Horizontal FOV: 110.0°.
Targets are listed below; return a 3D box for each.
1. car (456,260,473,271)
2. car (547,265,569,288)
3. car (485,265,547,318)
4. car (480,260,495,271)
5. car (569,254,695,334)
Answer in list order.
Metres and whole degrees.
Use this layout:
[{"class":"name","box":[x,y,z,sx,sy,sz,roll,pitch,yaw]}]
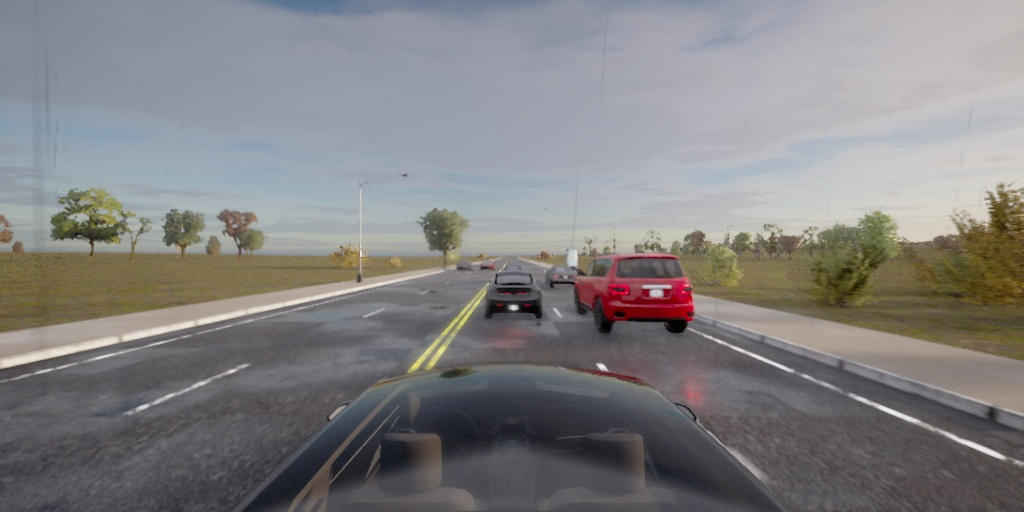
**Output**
[{"class":"car","box":[-6.582,1.324,49.980,1.837,1.490,4.892,0,0,0]},{"class":"car","box":[3.291,1.333,24.312,2.033,1.411,5.357,0,0,1]},{"class":"car","box":[0.069,1.275,13.097,1.837,1.490,4.892,0,0,0]},{"class":"car","box":[-3.334,1.299,49.879,1.882,1.535,5.008,0,0,0]},{"class":"car","box":[3.306,0.981,10.823,2.150,2.045,5.566,0,-1,1]}]
